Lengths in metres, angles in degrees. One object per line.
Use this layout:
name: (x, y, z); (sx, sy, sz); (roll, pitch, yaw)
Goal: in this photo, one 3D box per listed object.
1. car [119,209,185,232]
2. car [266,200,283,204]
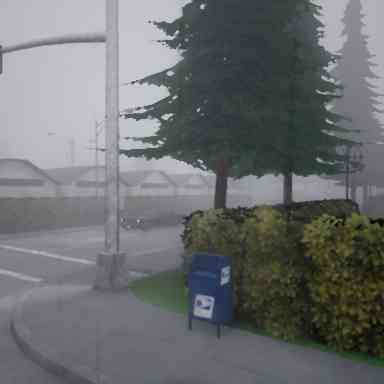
car: (-2.509, 1.784, 21.746); (1.895, 1.301, 4.718); (0, 0, 36)
car: (9.402, 1.677, 38.229); (2.128, 1.511, 4.902); (0, 0, 36)
